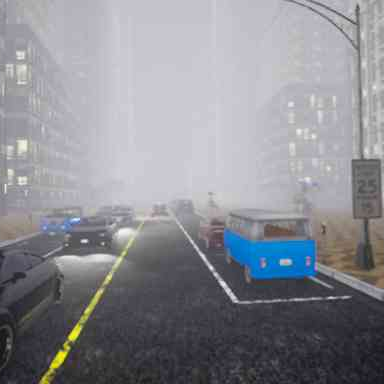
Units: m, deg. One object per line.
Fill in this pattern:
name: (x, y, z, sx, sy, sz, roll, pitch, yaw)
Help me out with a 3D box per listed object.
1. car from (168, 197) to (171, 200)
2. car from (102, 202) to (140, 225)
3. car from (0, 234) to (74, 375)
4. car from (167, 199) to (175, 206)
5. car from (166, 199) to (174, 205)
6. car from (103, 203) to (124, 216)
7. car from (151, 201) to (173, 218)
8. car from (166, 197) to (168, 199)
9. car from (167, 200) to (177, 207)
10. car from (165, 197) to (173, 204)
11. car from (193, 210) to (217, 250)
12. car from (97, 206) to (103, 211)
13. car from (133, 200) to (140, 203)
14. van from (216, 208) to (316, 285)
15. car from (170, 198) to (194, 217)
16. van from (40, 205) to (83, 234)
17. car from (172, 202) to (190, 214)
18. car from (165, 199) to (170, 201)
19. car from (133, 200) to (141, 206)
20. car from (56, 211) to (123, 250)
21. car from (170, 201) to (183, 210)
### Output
car: (-2.008, 1.869, 48.073, 2.192, 1.841, 5.009, -1, -1, -6)
car: (-5.773, 1.903, 27.757, 2.128, 1.511, 4.902, -1, 0, -5)
car: (-3.550, 1.694, 5.427, 1.994, 1.385, 4.181, -1, -1, -6)
car: (-4.786, 2.426, 75.796, 1.752, 1.417, 4.829, -1, -1, -6)
car: (-5.874, 2.602, 86.649, 1.947, 1.339, 4.313, -1, -1, -6)
car: (-9.789, 2.192, 41.720, 2.008, 1.369, 4.403, -1, -1, -6)
car: (-3.479, 2.003, 36.011, 2.033, 1.411, 5.357, -1, -1, -5)
car: (-3.114, 2.007, 59.096, 2.192, 1.841, 5.009, -1, -1, -6)
car: (-4.216, 2.380, 70.116, 2.008, 1.369, 4.403, -1, -1, -6)
car: (-6.431, 2.420, 92.163, 2.192, 1.841, 5.009, -1, -1, -6)
car: (1.335, 1.681, 15.008, 1.887, 1.381, 4.507, -1, -1, -6)
car: (-9.236, 2.138, 36.209, 1.947, 1.339, 4.313, -1, -1, -6)
car: (-13.105, 2.637, 74.788, 1.802, 1.307, 4.206, -1, -1, -6)
van: (1.974, 1.405, 9.510, 1.690, 1.788, 3.998, -1, -1, -6)
car: (-0.903, 1.730, 37.050, 2.192, 1.841, 5.009, -1, -1, -6)
van: (-7.581, 1.704, 19.678, 1.690, 1.788, 3.998, -1, -1, -6)
car: (-1.452, 2.029, 42.559, 1.887, 1.381, 4.507, -1, -1, -6)
car: (-4.560, 2.137, 46.595, 2.033, 1.411, 5.357, -1, -1, -6)
car: (-14.210, 2.775, 85.810, 1.802, 1.307, 4.206, -1, -1, -6)
car: (-4.556, 1.821, 15.405, 1.994, 1.385, 4.181, -1, -1, -6)
car: (-2.557, 2.189, 53.582, 1.947, 1.339, 4.313, -1, -1, -6)
